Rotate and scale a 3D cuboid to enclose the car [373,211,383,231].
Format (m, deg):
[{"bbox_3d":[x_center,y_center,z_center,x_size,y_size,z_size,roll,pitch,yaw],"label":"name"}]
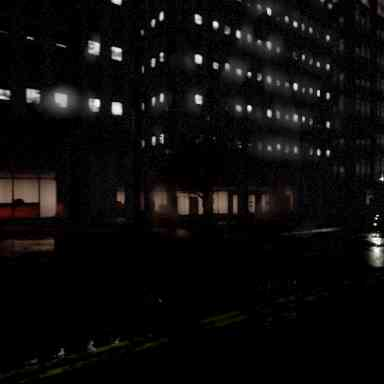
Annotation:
[{"bbox_3d":[13.656,1.608,21.412,4.553,1.767,2.097,1,0,-35],"label":"car"}]
